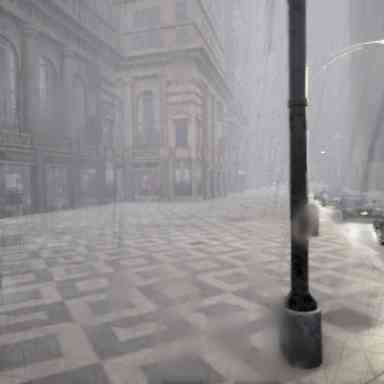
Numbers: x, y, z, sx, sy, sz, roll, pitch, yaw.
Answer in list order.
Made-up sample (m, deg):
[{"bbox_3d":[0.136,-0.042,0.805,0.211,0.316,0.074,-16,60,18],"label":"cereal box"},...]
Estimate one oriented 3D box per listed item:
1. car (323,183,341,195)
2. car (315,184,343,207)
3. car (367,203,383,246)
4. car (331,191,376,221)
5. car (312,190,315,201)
[{"bbox_3d":[22.532,-0.487,53.601,2.097,1.767,4.553,-1,2,16],"label":"car"},{"bbox_3d":[12.264,0.355,28.948,2.097,1.767,4.553,-1,2,16],"label":"car"},{"bbox_3d":[6.857,1.216,9.769,1.895,1.301,4.718,-1,2,16],"label":"car"},{"bbox_3d":[9.558,0.874,19.332,1.994,1.385,4.181,-1,2,16],"label":"car"},{"bbox_3d":[15.032,0.222,38.601,1.812,1.442,4.674,-1,2,16],"label":"car"}]
